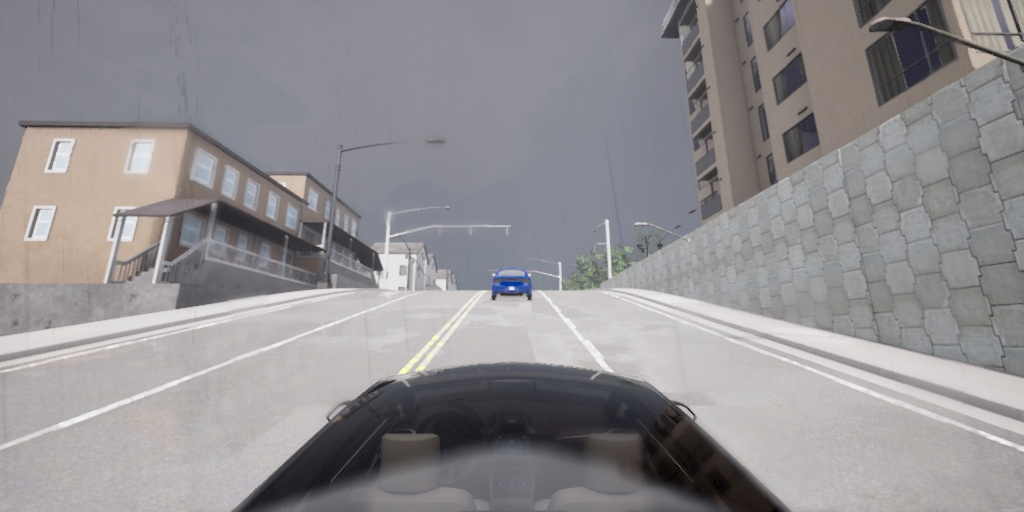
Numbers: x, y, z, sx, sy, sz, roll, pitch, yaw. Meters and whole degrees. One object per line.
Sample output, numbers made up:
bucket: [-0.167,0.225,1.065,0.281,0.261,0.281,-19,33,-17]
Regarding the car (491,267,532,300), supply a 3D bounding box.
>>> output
car: [-0.019,1.307,18.247,1.882,1.535,5.008,0,-1,0]
